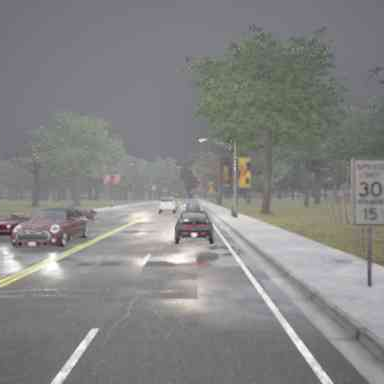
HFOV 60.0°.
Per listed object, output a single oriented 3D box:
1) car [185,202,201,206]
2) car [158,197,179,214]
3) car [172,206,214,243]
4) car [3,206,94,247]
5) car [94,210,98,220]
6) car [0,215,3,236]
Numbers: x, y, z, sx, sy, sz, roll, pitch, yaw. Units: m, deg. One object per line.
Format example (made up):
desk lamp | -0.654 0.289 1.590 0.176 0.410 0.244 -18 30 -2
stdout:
car | 0.102 1.985 43.524 2.128 1.511 4.902 0 -1 0
car | -3.171 1.714 43.635 2.150 2.045 5.566 0 -1 0
car | 0.101 1.698 17.335 1.837 1.490 4.892 0 -1 0
car | -6.499 1.546 15.754 2.097 1.767 4.553 0 -1 0
car | -9.748 1.926 28.929 1.895 1.301 4.718 0 -1 0
car | -9.773 1.808 18.612 1.895 1.301 4.718 0 -1 1
